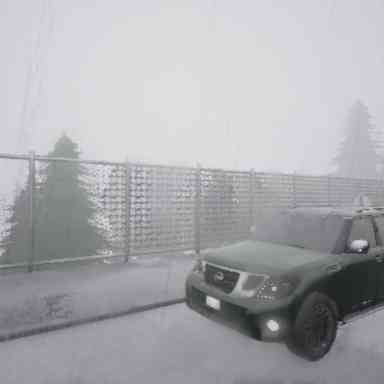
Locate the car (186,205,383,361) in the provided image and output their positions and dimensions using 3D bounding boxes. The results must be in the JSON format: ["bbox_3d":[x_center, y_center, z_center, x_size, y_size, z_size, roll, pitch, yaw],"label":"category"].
[{"bbox_3d":[2.567,1.296,6.403,5.566,2.045,2.150,1,-1,-35],"label":"car"}]
